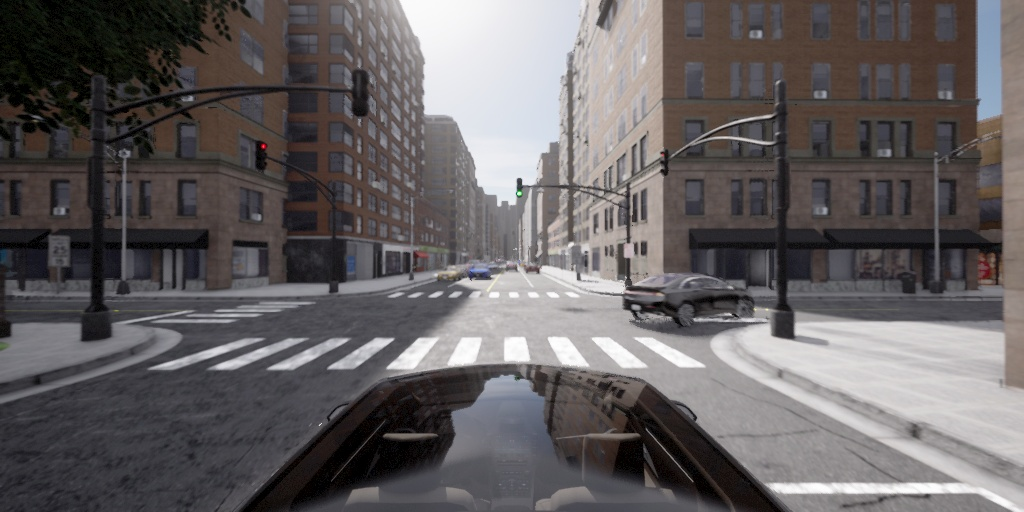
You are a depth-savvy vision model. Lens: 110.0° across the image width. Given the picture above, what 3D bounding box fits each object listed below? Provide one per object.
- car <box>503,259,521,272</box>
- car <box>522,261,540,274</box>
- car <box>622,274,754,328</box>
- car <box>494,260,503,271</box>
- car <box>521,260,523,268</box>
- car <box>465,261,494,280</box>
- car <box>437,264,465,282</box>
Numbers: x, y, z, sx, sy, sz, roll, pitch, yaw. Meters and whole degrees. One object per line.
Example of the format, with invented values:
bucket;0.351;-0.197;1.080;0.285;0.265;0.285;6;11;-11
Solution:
car;-0.007;1.713;57.145;2.128;1.511;4.902;0;-1;0
car;2.810;1.590;49.395;1.967;1.591;4.097;0;0;0
car;5.859;1.326;11.780;4.902;1.511;2.128;0;-1;-27
car;-3.075;1.800;60.495;2.033;1.411;5.357;0;-1;0
car;2.800;1.800;60.291;2.007;1.370;4.403;0;0;0
car;-3.128;1.504;35.240;1.882;1.535;5.008;0;0;0
car;-5.698;1.533;32.829;1.751;1.417;4.829;0;0;0
